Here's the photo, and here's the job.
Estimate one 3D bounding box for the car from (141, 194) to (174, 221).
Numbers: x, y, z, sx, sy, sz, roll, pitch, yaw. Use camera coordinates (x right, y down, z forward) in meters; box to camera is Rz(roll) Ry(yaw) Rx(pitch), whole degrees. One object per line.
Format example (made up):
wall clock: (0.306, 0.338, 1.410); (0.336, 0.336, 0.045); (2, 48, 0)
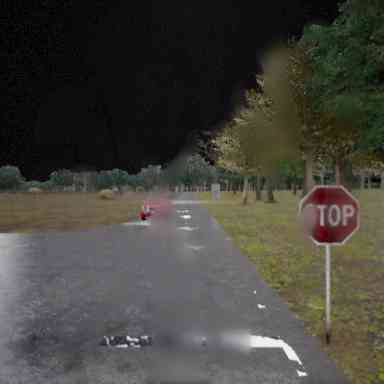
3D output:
car: (-2.783, 1.206, 27.755); (2.150, 2.045, 5.566); (0, 1, 2)
